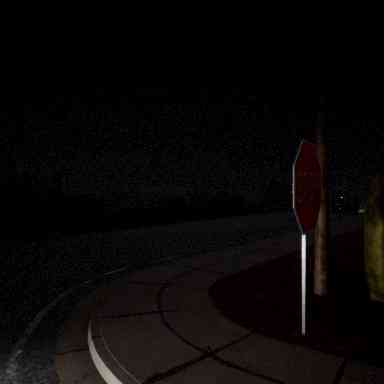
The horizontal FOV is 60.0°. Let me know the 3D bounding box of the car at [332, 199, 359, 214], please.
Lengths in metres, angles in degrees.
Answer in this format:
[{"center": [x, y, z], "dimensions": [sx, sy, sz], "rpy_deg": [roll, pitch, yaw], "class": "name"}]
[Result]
[{"center": [16.574, 1.455, 35.755], "dimensions": [2.128, 1.511, 4.902], "rpy_deg": [0, 0, 38], "class": "car"}]
